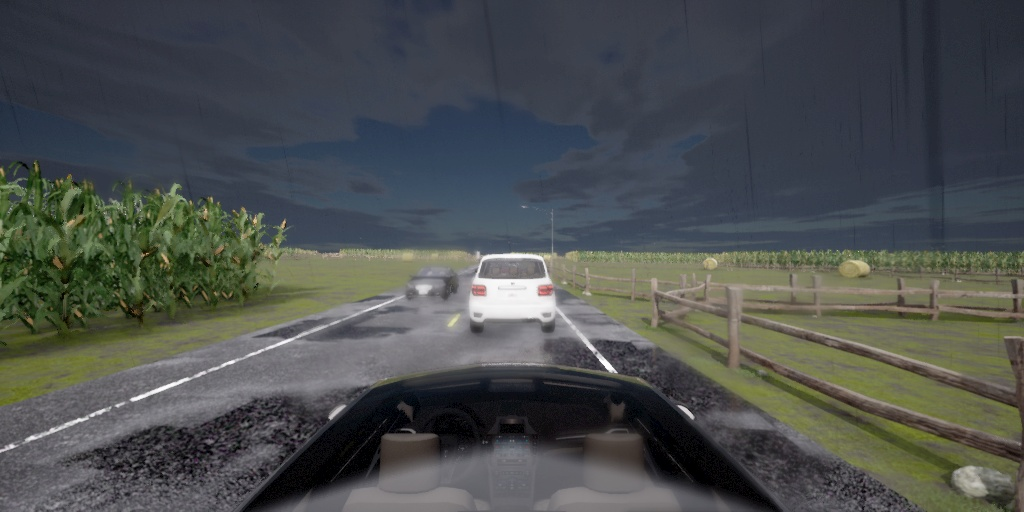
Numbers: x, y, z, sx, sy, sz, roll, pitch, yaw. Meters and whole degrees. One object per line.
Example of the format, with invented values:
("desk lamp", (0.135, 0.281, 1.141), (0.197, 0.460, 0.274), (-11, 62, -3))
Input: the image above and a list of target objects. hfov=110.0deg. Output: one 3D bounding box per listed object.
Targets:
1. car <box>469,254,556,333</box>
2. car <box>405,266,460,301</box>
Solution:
("car", (0.015, 0.968, 10.869), (2.150, 2.045, 5.566), (0, 0, 0))
("car", (-3.702, 1.232, 17.317), (2.128, 1.511, 4.902), (0, 0, -1))
